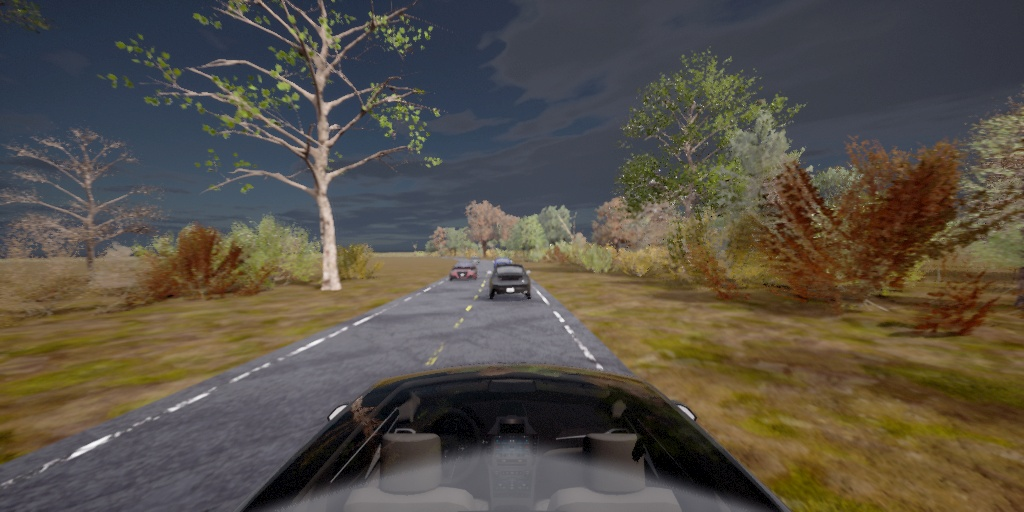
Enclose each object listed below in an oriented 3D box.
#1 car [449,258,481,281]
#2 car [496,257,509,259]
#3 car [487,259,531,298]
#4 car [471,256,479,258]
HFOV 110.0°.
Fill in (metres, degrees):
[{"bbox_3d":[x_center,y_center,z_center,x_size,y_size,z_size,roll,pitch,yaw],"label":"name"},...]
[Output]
[{"bbox_3d":[-3.580,1.114,27.199,1.994,1.385,4.181,-1,1,-3],"label":"car"},{"bbox_3d":[-0.990,0.897,36.811,1.882,1.535,5.008,-1,1,-4],"label":"car"},{"bbox_3d":[-0.125,1.106,17.189,1.837,1.490,4.892,-1,1,-1],"label":"car"},{"bbox_3d":[-6.577,0.678,63.857,2.128,1.511,4.902,-1,1,-7],"label":"car"}]
